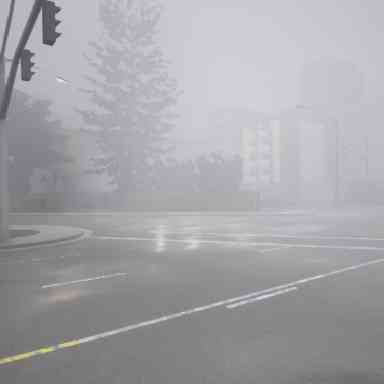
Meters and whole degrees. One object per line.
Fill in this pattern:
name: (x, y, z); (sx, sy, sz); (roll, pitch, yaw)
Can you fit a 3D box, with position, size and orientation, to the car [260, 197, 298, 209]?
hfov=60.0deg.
car: (9.547, 1.193, 37.665); (1.895, 1.301, 4.718); (-1, 1, -35)
